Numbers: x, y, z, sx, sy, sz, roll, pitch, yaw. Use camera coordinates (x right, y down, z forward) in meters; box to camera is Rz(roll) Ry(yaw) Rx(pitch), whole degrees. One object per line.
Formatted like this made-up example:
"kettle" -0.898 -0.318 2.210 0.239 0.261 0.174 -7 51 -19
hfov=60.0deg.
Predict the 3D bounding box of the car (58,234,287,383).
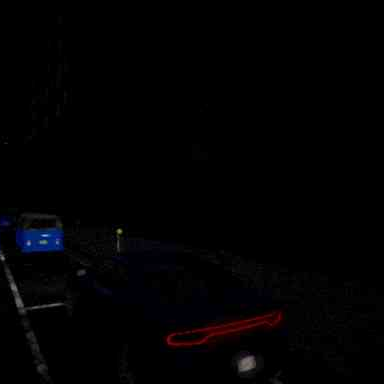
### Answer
"car" -0.737 1.705 5.584 1.882 1.535 5.008 2 -3 -32

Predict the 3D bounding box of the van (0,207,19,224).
"van" -16.028 2.278 29.428 1.690 1.788 3.998 2 -3 -32

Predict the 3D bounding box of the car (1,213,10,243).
"car" -10.016 2.197 19.834 1.887 1.381 4.507 2 -3 -32

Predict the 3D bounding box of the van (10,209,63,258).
"van" -7.006 1.850 15.048 1.690 1.788 3.998 2 -3 -32
